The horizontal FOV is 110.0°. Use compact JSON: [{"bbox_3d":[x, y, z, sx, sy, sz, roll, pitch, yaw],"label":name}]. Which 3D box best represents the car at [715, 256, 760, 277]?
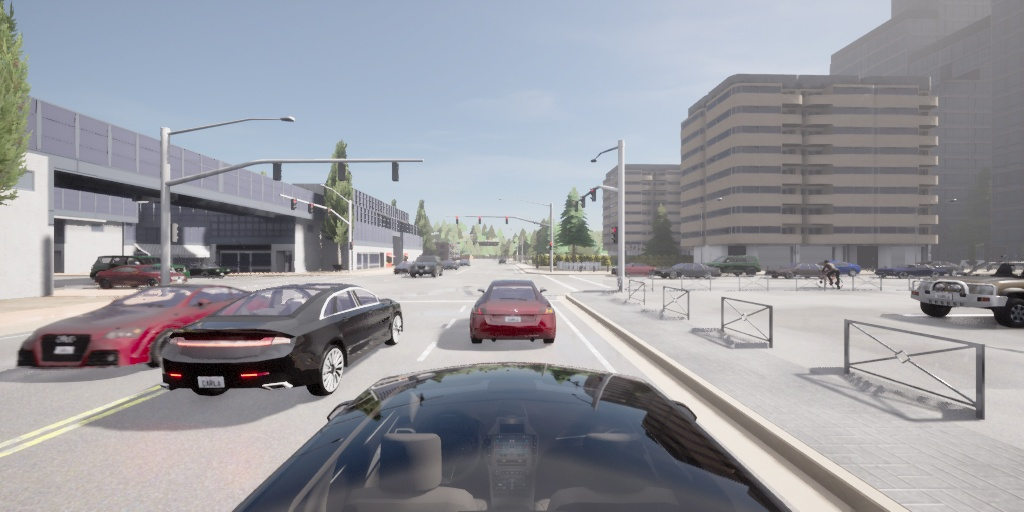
[{"bbox_3d":[21.085,0.971,34.857,5.566,2.045,2.150,0,0,-2],"label":"car"}]

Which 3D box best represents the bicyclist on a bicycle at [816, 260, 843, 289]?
[{"bbox_3d":[17.925,1.052,20.271,0.582,1.620,1.656,0,0,-2],"label":"bicyclist on a bicycle"}]

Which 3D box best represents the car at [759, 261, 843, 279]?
[{"bbox_3d":[25.302,1.297,31.479,5.357,1.411,2.033,0,0,-2],"label":"car"}]

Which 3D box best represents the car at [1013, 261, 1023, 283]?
[{"bbox_3d":[43.298,1.314,28.363,4.181,1.385,1.994,0,0,-1],"label":"car"}]

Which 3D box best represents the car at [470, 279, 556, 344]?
[{"bbox_3d":[0.010,1.314,9.623,1.994,1.385,4.181,0,0,0],"label":"car"}]

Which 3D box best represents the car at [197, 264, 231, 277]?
[{"bbox_3d":[-28.600,1.351,32.645,4.718,1.301,1.895,0,0,0],"label":"car"}]

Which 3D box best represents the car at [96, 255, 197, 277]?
[{"bbox_3d":[-26.447,0.971,25.579,5.566,2.045,2.150,0,0,-1],"label":"car"}]

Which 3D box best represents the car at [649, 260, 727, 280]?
[{"bbox_3d":[15.232,1.297,31.179,5.357,1.411,2.033,0,0,-2],"label":"car"}]

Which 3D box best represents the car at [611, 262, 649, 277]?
[{"bbox_3d":[11.742,1.314,34.576,4.181,1.385,1.994,0,0,-2],"label":"car"}]

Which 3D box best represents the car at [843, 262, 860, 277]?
[{"bbox_3d":[31.111,1.228,35.150,5.008,1.535,1.882,0,0,-2],"label":"car"}]

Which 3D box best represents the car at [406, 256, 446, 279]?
[{"bbox_3d":[-7.857,0.974,33.397,2.150,2.045,5.566,0,0,-2],"label":"car"}]

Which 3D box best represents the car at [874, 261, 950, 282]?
[{"bbox_3d":[35.165,1.351,31.761,4.718,1.301,1.895,0,0,-2],"label":"car"}]

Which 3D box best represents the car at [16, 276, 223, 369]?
[{"bbox_3d":[-7.155,1.314,7.706,1.994,1.385,4.181,0,0,-1],"label":"car"}]

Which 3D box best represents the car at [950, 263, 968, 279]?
[{"bbox_3d":[41.227,1.255,35.414,4.892,1.490,1.837,0,0,-1],"label":"car"}]

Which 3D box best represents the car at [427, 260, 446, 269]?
[{"bbox_3d":[-12.104,1.297,57.904,2.033,1.411,5.357,0,0,-1],"label":"car"}]

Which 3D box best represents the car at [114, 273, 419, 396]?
[{"bbox_3d":[-3.475,1.242,6.564,2.128,1.511,4.902,0,0,0],"label":"car"}]

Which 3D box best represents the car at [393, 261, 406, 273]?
[{"bbox_3d":[-11.585,1.297,39.833,2.033,1.411,5.357,0,0,-2],"label":"car"}]

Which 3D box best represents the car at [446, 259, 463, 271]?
[{"bbox_3d":[-8.378,1.313,49.265,1.994,1.385,4.181,0,0,-2],"label":"car"}]

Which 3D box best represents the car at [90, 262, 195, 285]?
[{"bbox_3d":[-22.890,1.276,22.183,4.674,1.442,1.812,0,0,0],"label":"car"}]
